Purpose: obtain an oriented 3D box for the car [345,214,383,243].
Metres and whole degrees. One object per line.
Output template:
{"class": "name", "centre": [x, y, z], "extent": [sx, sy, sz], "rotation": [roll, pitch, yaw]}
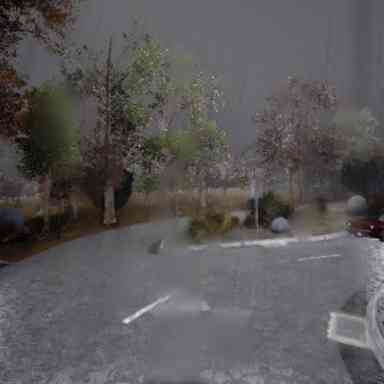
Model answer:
{"class": "car", "centre": [9.924, 1.651, 16.055], "extent": [4.718, 1.301, 1.895], "rotation": [0, 0, -14]}
